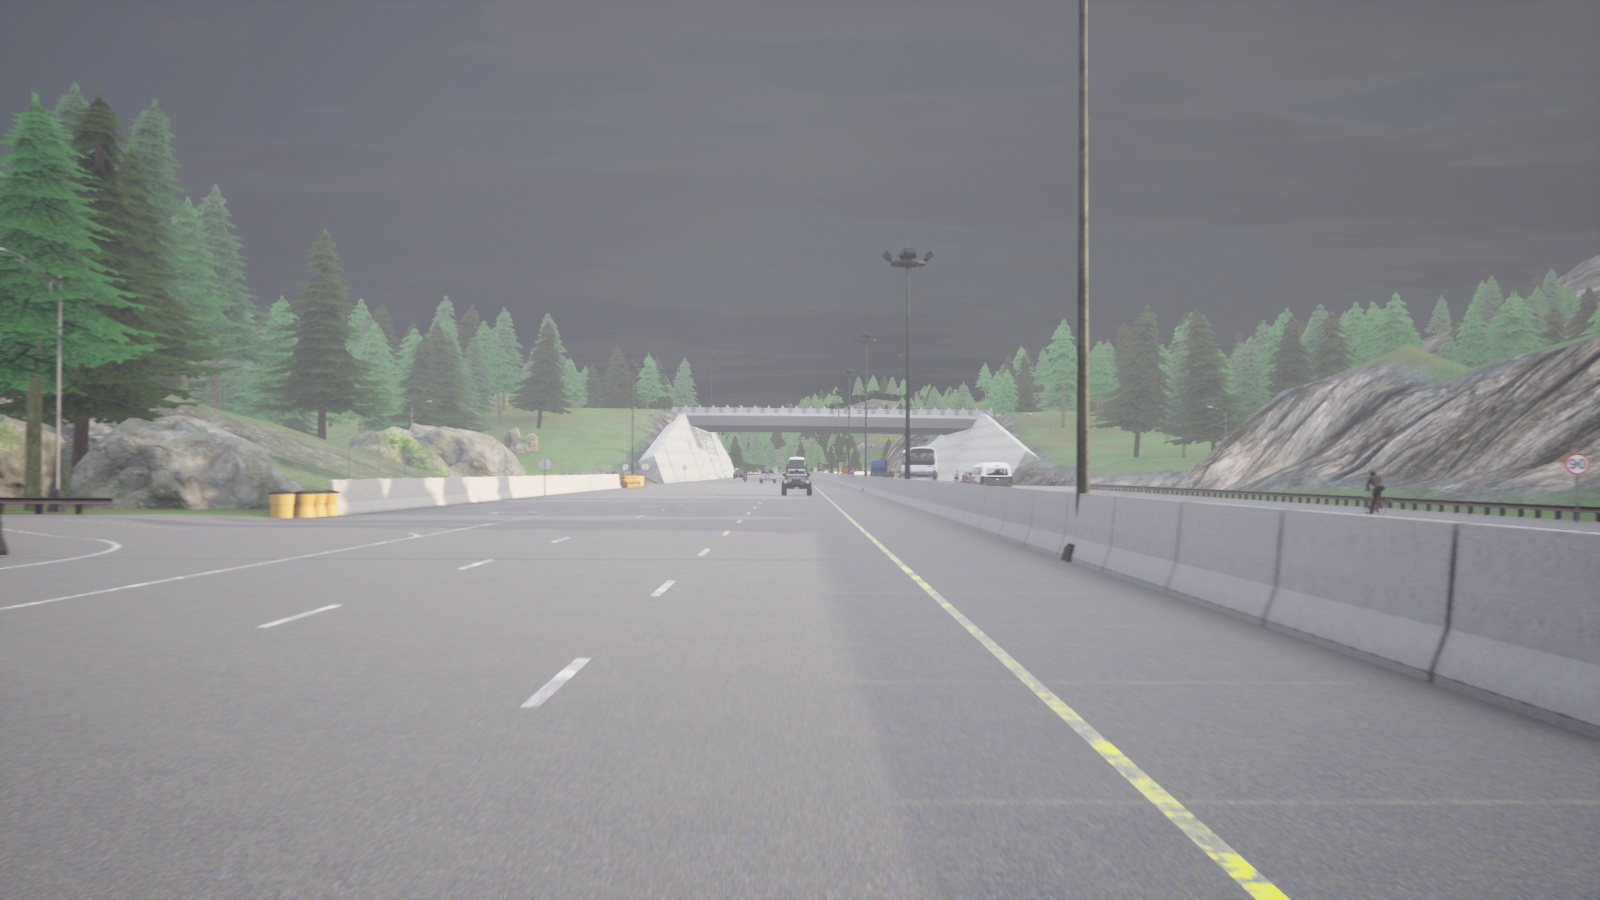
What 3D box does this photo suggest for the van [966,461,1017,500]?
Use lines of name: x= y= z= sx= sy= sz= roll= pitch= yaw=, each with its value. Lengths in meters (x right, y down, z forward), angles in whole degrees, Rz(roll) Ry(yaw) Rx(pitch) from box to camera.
van: x=10.334 y=1.620 z=68.227 sx=2.069 sy=2.038 sz=4.480 roll=0 pitch=-1 yaw=0

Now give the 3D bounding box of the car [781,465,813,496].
car: x=-0.191 y=1.911 z=79.115 sx=1.905 sy=1.878 sz=3.866 roll=0 pitch=-1 yaw=0

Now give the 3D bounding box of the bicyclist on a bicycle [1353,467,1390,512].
bicyclist on a bicycle: x=20.889 y=1.439 z=45.944 sx=0.582 sy=1.620 sz=1.656 roll=0 pitch=-1 yaw=0
